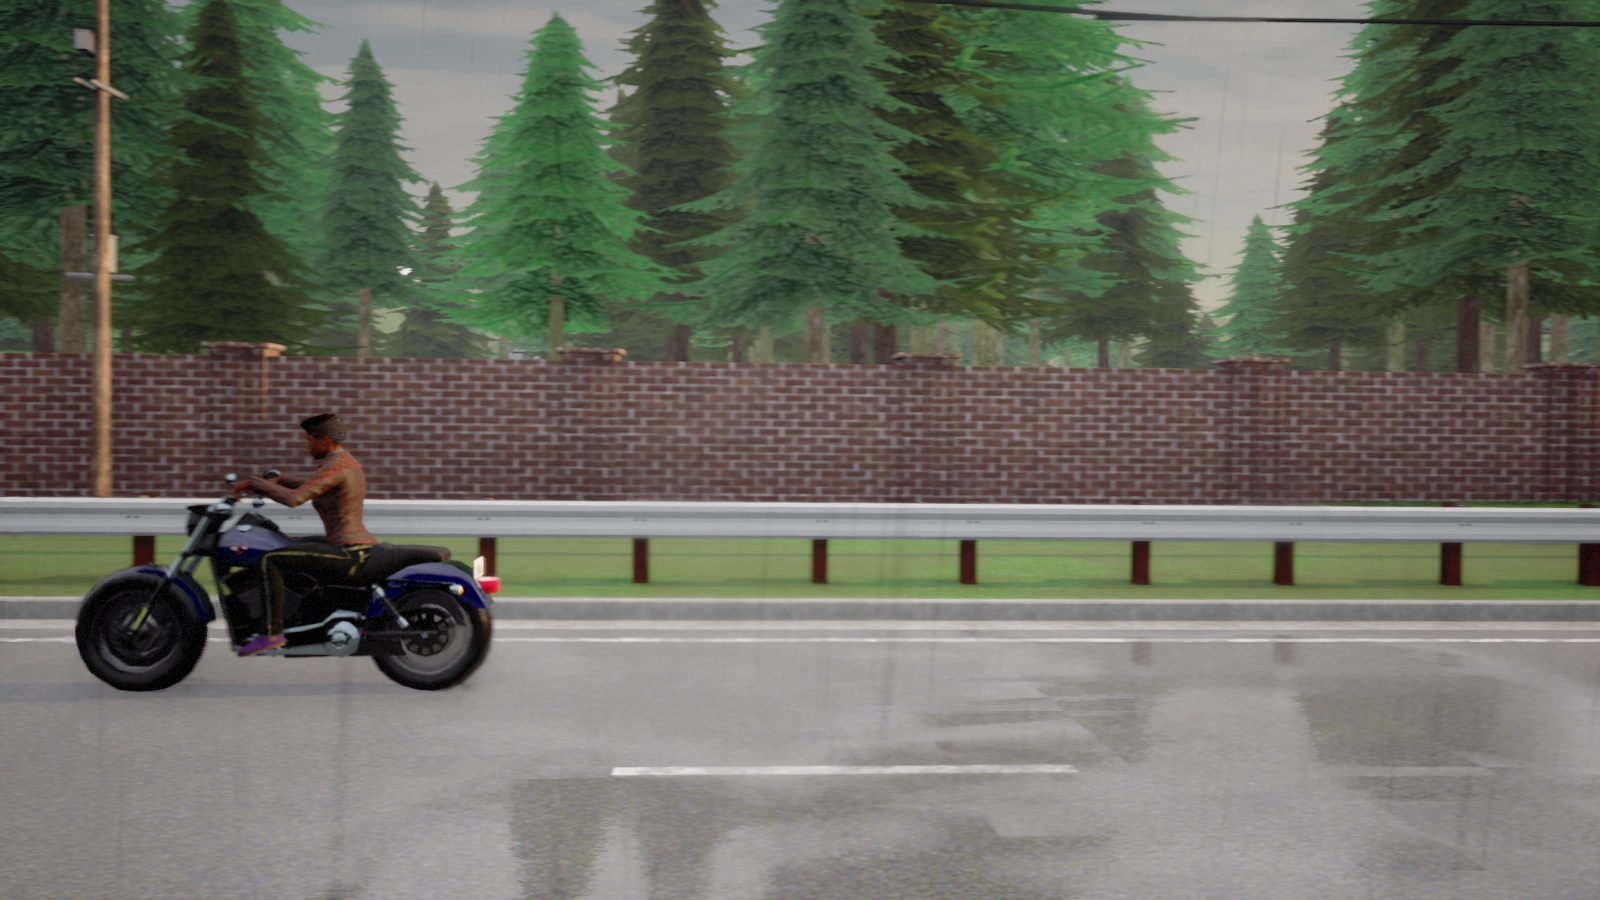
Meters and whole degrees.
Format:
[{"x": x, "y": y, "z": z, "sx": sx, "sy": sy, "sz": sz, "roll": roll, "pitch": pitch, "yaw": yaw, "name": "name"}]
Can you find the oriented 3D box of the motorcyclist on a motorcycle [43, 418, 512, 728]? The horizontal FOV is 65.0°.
[{"x": -2.929, "y": 0.659, "z": 7.248, "sx": 2.350, "sy": 1.649, "sz": 0.766, "roll": -1, "pitch": 1, "yaw": -4, "name": "motorcyclist on a motorcycle"}]
